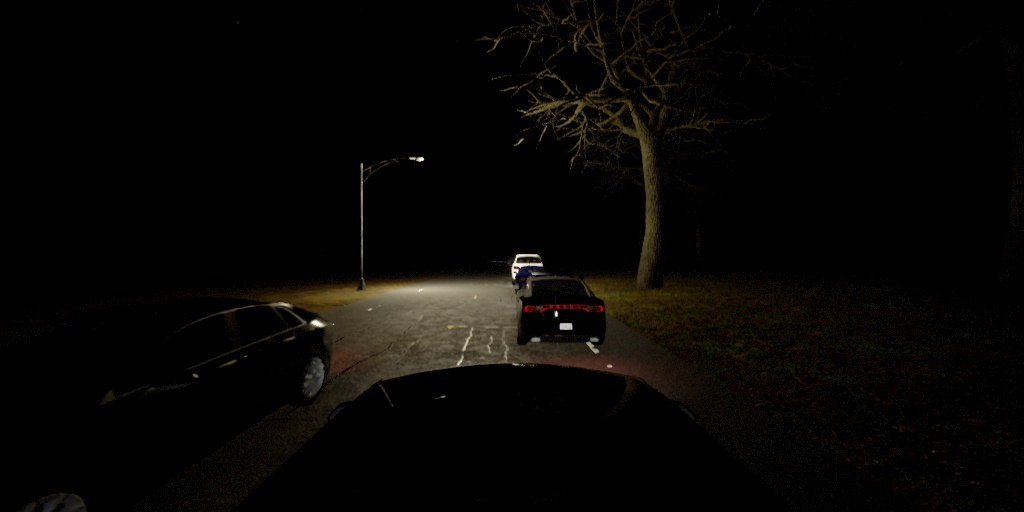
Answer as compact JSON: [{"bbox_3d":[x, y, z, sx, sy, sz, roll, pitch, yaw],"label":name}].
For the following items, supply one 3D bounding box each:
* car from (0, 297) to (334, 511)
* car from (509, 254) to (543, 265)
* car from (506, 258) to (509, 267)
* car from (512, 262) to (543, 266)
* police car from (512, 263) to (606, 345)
[{"bbox_3d":[-3.598,1.255,3.490,1.837,1.490,4.892,0,0,0],"label":"car"},{"bbox_3d":[1.072,0.908,25.512,2.150,2.045,5.566,0,0,0],"label":"car"},{"bbox_3d":[0.111,0.909,54.487,1.812,1.442,4.674,0,1,0],"label":"car"},{"bbox_3d":[1.066,1.236,19.482,1.812,1.442,4.674,0,0,0],"label":"car"},{"bbox_3d":[1.057,1.163,9.591,1.930,1.638,5.238,0,0,0],"label":"police car"}]
